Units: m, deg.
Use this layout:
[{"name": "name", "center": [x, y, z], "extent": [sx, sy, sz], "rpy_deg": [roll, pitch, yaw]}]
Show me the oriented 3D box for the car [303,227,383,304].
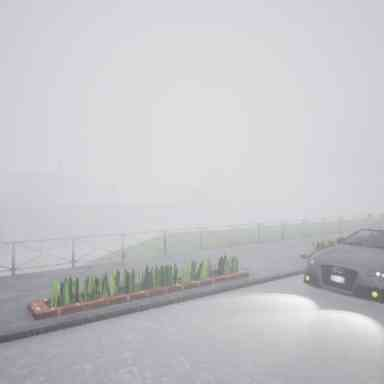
[{"name": "car", "center": [4.550, 1.563, 7.838], "extent": [4.181, 1.385, 1.994], "rpy_deg": [0, 0, -35]}]
